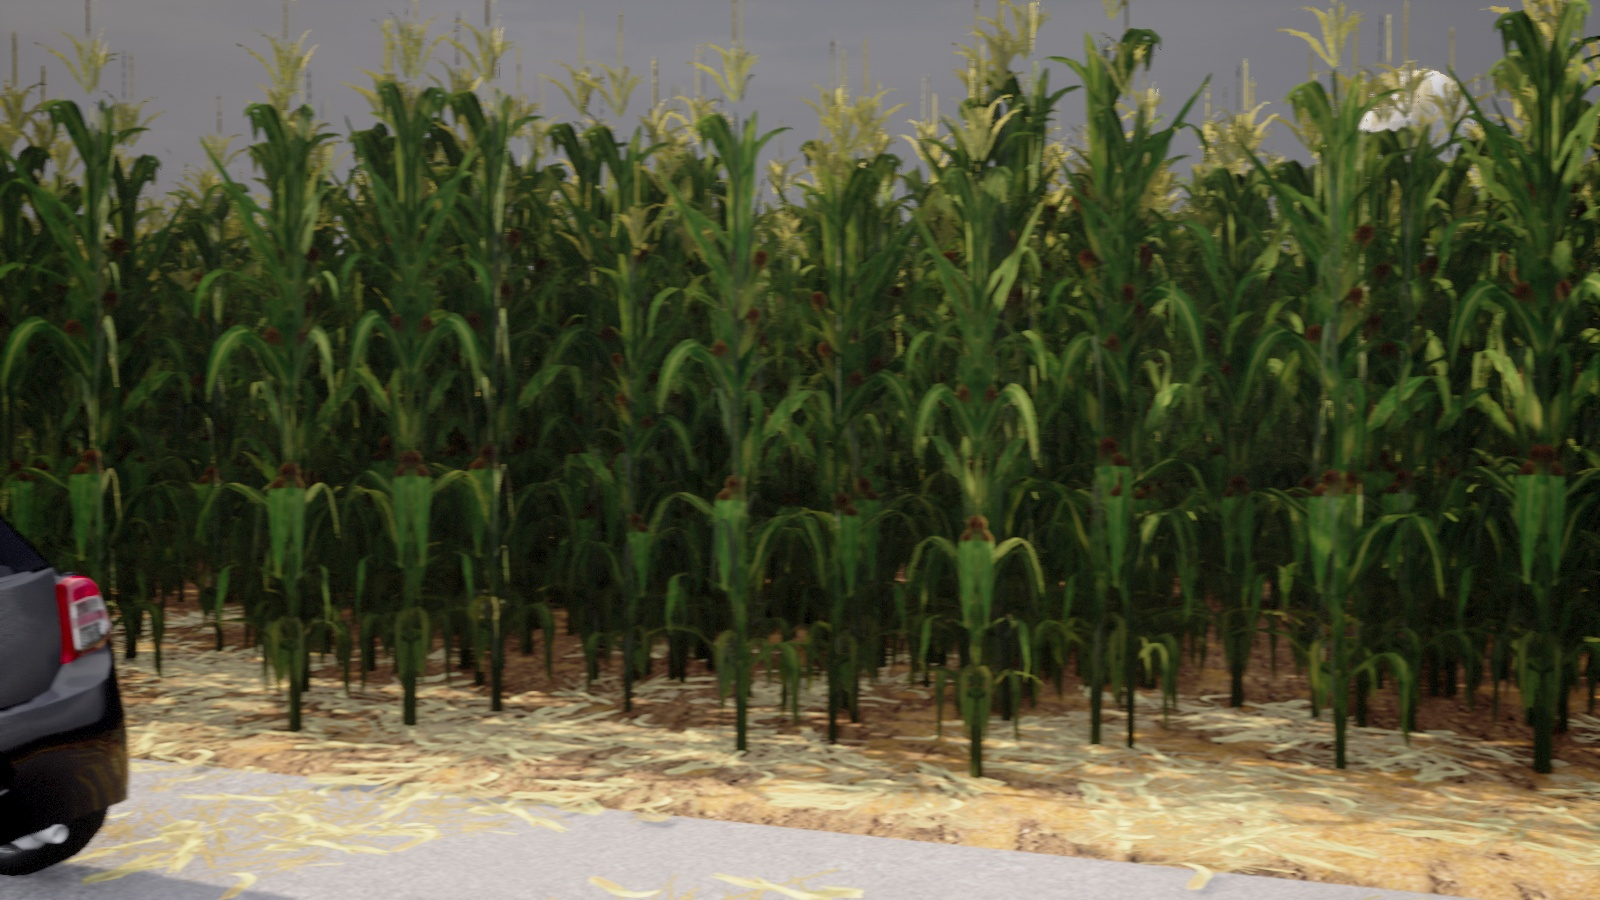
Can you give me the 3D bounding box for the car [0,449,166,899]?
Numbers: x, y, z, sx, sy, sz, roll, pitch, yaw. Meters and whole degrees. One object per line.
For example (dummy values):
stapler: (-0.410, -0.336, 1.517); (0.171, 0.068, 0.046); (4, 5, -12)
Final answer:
car: (-4.297, 0.748, 4.217); (3.633, 1.501, 1.845); (1, 1, 19)
